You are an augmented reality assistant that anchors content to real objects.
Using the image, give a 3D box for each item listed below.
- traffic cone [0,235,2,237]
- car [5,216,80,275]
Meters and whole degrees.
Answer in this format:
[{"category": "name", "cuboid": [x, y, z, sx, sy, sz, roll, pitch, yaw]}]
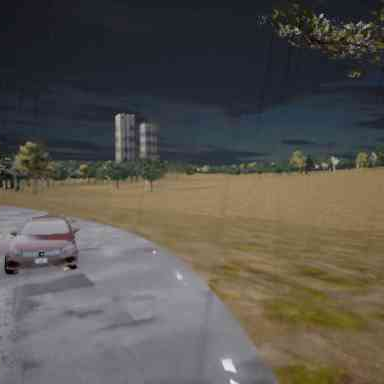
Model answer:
[{"category": "traffic cone", "cuboid": [-9.996, 2.004, 17.101, 0.340, 0.580, 0.340, -1, 2, -33]}, {"category": "car", "cuboid": [-4.732, 1.551, 10.886, 1.812, 1.442, 4.674, -1, 0, -20]}]
